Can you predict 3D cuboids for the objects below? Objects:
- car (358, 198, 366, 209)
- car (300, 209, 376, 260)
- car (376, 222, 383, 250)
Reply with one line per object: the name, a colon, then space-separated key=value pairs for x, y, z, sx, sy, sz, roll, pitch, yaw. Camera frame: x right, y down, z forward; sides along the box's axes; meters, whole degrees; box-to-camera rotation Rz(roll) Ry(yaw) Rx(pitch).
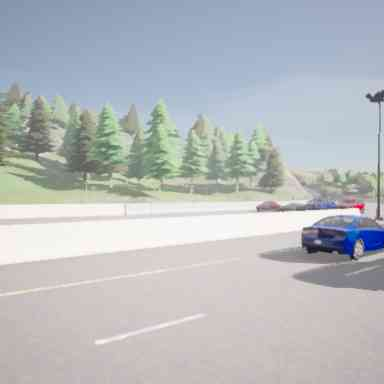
car: x=18.834 y=1.738 z=39.469 sx=2.150 sy=2.045 sz=5.566 roll=0 pitch=-1 yaw=43
car: x=6.335 y=1.637 z=13.246 sx=5.008 sy=1.535 sz=1.882 roll=1 pitch=-1 yaw=-39
car: x=7.953 y=1.370 z=10.024 sx=5.566 sy=2.045 sz=2.150 roll=1 pitch=-1 yaw=-39
